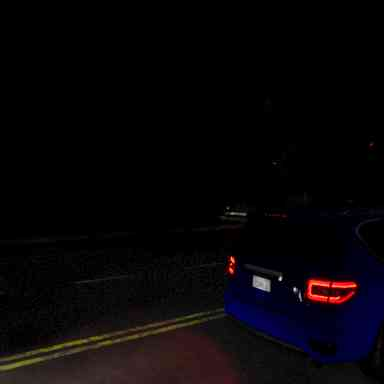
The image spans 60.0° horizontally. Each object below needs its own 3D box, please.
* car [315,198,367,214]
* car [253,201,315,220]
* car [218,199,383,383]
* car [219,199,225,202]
[{"bbox_3d":[16.075,1.477,36.124,1.882,1.535,5.008,0,0,-30],"label":"car"},{"bbox_3d":[7.942,1.547,29.232,2.033,1.411,5.357,0,0,-31],"label":"car"},{"bbox_3d":[3.109,1.221,5.558,5.566,2.045,2.150,0,0,-33],"label":"car"},{"bbox_3d":[2.656,1.491,38.116,2.128,1.511,4.902,0,0,-31],"label":"car"}]
